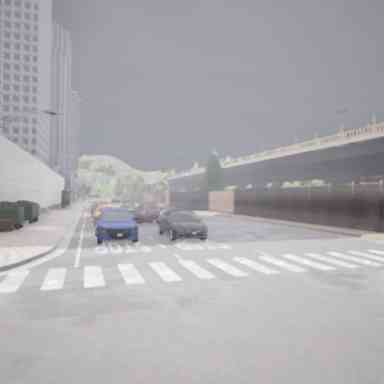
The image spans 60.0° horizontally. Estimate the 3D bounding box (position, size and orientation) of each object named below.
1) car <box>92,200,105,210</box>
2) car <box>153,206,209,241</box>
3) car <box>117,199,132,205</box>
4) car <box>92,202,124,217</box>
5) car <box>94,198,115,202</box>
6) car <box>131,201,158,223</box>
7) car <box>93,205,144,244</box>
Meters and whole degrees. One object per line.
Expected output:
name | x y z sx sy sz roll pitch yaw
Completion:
car | -15.369 2.160 54.646 1.882 1.535 5.008 1 -1 -17
car | -0.593 1.731 18.178 1.837 1.490 4.892 1 0 -17
car | -7.940 2.030 42.101 2.128 1.511 4.902 1 -1 -17
car | -6.717 1.783 26.182 1.882 1.535 5.008 1 -1 -17
car | -10.072 1.802 37.114 2.097 1.767 4.553 1 -1 -17
car | -3.520 1.704 27.700 2.097 1.767 4.553 1 -1 -17
car | -3.933 1.666 17.138 1.882 1.535 5.008 1 -1 -17
